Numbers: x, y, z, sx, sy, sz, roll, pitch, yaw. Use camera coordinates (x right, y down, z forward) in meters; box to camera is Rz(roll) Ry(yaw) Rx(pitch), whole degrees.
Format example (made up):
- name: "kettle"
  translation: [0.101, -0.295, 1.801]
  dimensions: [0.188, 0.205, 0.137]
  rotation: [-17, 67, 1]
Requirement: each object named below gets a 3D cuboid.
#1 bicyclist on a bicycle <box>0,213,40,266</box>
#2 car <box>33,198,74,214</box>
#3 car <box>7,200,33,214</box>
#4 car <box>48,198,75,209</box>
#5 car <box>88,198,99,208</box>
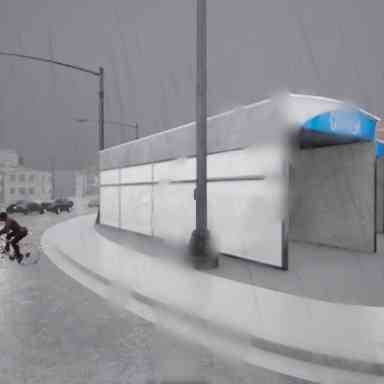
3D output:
- name: "bicyclist on a bicycle"
  translation: [-5.368, 1.428, 9.780]
  dimensions: [1.656, 1.620, 0.582]
  rotation: [0, 0, -32]
- name: "car"
  translation: [-14.101, 1.493, 34.469]
  dimensions: [1.837, 1.490, 4.892]
  rotation: [0, 0, 1]
- name: "car"
  translation: [-17.579, 1.551, 35.206]
  dimensions: [1.994, 1.385, 4.181]
  rotation: [0, 0, 3]
- name: "car"
  translation: [-17.652, 1.522, 45.310]
  dimensions: [2.033, 1.411, 5.357]
  rotation: [0, 0, -6]
- name: "car"
  translation: [-12.816, 1.538, 47.428]
  dimensions: [1.994, 1.385, 4.181]
  rotation: [0, 0, 25]
